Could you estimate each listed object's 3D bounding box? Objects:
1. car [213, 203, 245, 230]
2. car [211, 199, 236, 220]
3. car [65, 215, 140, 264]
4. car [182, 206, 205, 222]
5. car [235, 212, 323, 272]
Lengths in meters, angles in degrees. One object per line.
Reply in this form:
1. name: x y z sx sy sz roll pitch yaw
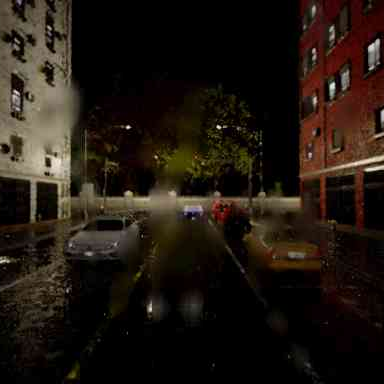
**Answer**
1. car: 2.707 1.714 22.123 1.887 1.381 4.507 1 0 0
2. car: 2.711 1.528 27.821 2.192 1.841 5.009 1 0 0
3. car: -3.090 1.621 12.367 1.812 1.442 4.674 0 0 0
4. car: 0.104 1.821 28.780 1.895 1.301 4.718 0 0 0
5. car: 2.705 1.609 10.901 1.752 1.417 4.829 1 0 0
